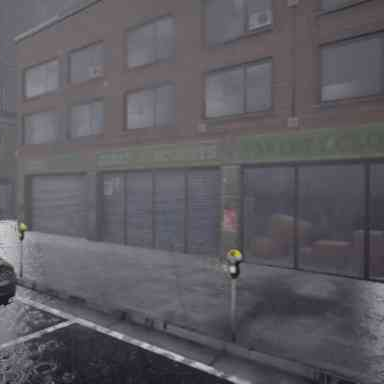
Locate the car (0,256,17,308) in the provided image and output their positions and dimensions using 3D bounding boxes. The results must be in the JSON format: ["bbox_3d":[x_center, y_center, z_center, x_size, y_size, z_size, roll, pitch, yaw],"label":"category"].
[{"bbox_3d":[-5.092,1.496,6.443,4.403,1.369,2.008,0,0,36],"label":"car"}]
